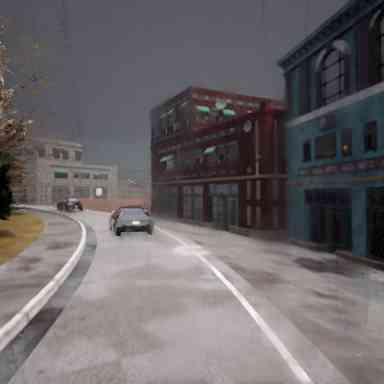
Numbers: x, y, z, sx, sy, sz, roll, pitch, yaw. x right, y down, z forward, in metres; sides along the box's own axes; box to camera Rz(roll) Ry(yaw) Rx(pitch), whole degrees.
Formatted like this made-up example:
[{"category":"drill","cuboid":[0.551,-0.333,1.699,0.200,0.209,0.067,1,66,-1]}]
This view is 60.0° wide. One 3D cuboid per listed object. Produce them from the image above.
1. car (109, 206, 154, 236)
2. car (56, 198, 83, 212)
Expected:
[{"category":"car","cuboid":[-3.370,1.465,18.138,1.994,1.385,4.181,0,0,-19]},{"category":"car","cuboid":[-13.423,1.344,36.438,1.812,1.442,4.674,0,0,-37]}]
